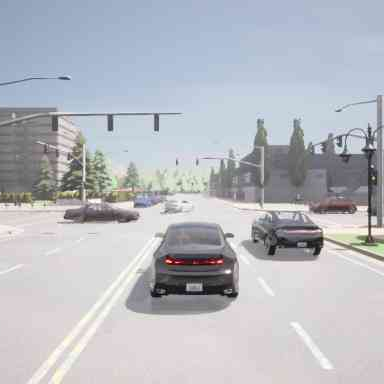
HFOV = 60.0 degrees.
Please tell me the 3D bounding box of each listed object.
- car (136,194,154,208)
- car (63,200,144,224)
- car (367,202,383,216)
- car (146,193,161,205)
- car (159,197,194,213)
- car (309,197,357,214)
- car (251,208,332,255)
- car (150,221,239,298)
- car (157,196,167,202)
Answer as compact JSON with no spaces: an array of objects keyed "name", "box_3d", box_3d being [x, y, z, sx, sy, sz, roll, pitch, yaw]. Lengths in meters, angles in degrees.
[{"name":"car","box_3d":[-7.137,1.477,47.898,1.882,1.535,5.008,0,0,1]},{"name":"car","box_3d":[-6.522,1.547,24.266,5.357,1.411,2.033,0,0,2]},{"name":"car","box_3d":[19.083,1.505,31.293,4.892,1.490,1.837,0,0,-1]},{"name":"car","box_3d":[-7.090,1.477,57.625,1.882,1.535,5.008,0,0,0]},{"name":"car","box_3d":[-1.419,1.525,36.555,1.812,1.442,4.674,1,0,25]},{"name":"car","box_3d":[14.643,1.352,34.743,4.553,1.767,2.097,0,0,-1]},{"name":"car","box_3d":[3.582,1.491,13.210,2.128,1.511,4.902,0,0,0]},{"name":"car","box_3d":[0.061,1.505,8.530,1.837,1.490,4.892,0,0,0]},{"name":"car","box_3d":[-7.010,1.552,77.758,1.994,1.385,4.181,0,0,0]}]
